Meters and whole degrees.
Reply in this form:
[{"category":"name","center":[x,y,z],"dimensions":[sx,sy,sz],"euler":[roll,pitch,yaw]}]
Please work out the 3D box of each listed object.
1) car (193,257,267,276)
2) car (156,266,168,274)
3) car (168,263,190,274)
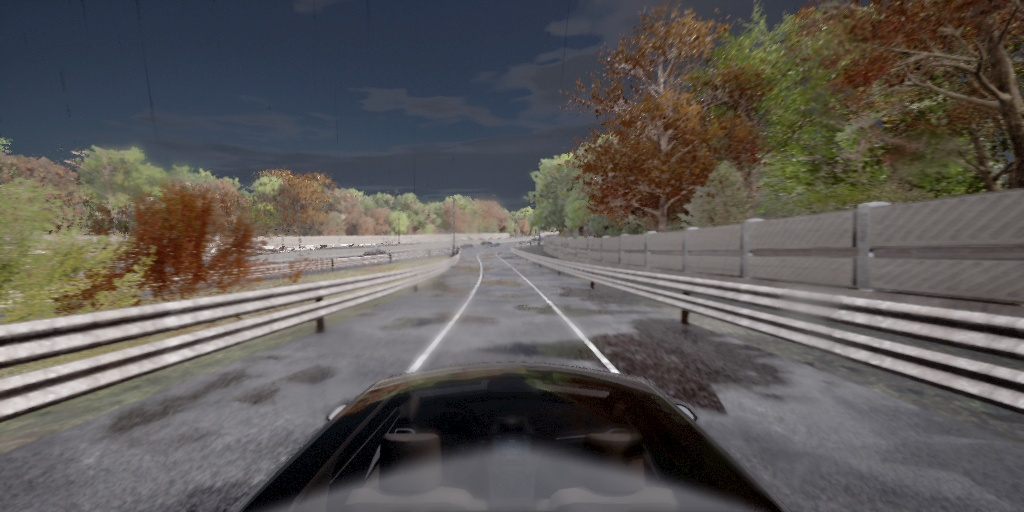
[{"category":"car","center":[-26.743,1.111,34.736],"dimensions":[2.150,2.045,5.566],"euler":[1,4,18]},{"category":"car","center":[-33.449,1.289,36.755],"dimensions":[2.128,1.511,4.902],"euler":[1,4,18]},{"category":"car","center":[-30.106,1.392,35.726],"dimensions":[2.033,1.411,5.357],"euler":[1,4,18]}]
